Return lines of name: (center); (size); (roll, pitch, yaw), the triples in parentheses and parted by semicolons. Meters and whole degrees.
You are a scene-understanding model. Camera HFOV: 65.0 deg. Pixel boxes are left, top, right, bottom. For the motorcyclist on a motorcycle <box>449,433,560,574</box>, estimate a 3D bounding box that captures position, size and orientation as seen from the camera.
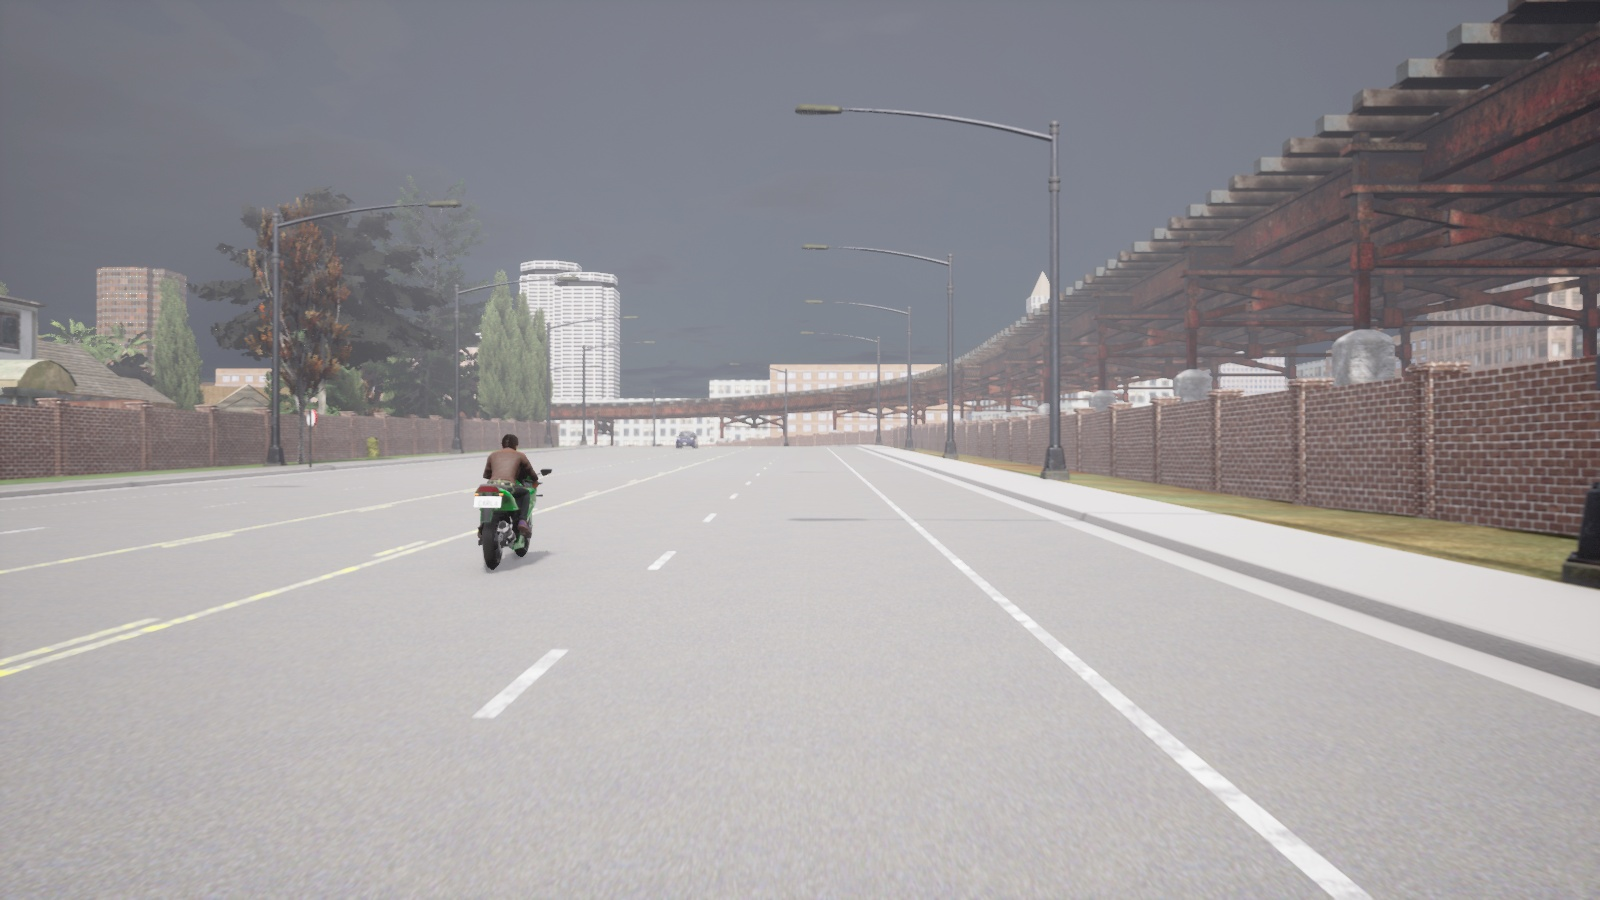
motorcyclist on a motorcycle: (-3.398, 0.567, 14.643); (0.797, 1.523, 2.044); (0, 1, 0)
